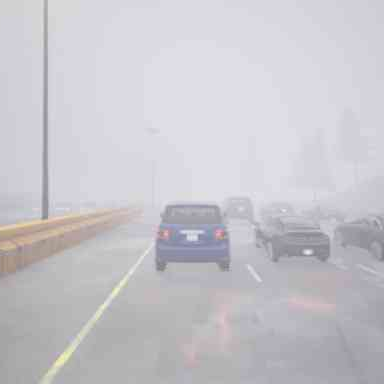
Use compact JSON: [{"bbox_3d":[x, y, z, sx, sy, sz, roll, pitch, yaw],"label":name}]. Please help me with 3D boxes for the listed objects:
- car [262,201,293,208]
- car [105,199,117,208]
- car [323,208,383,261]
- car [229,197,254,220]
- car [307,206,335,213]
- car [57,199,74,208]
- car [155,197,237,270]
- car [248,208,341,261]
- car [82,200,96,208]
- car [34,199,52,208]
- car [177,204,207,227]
[{"bbox_3d":[6.974,1.504,27.396,2.097,1.767,4.553,0,0,0],"label":"car"},{"bbox_3d":[-13.718,1.859,56.354,2.033,1.411,5.357,0,0,-11],"label":"car"},{"bbox_3d":[7.047,1.562,12.480,2.128,1.511,4.902,0,0,0],"label":"car"},{"bbox_3d":[3.484,1.370,26.382,2.150,2.045,5.566,0,0,0],"label":"car"},{"bbox_3d":[10.477,1.750,26.877,1.895,1.301,4.718,0,0,0],"label":"car"},{"bbox_3d":[-20.349,1.859,53.532,1.994,1.385,4.181,0,0,-10],"label":"car"},{"bbox_3d":[0.038,1.287,11.340,2.150,2.045,5.566,0,0,1],"label":"car"},{"bbox_3d":[3.548,1.576,12.521,1.837,1.490,4.892,0,0,0],"label":"car"},{"bbox_3d":[-17.093,1.907,55.320,1.895,1.301,4.718,0,0,-11],"label":"car"},{"bbox_3d":[-23.919,1.787,53.667,2.128,1.511,4.902,0,0,-11],"label":"car"},{"bbox_3d":[-0.007,1.688,25.311,2.033,1.411,5.357,0,0,0],"label":"car"}]
